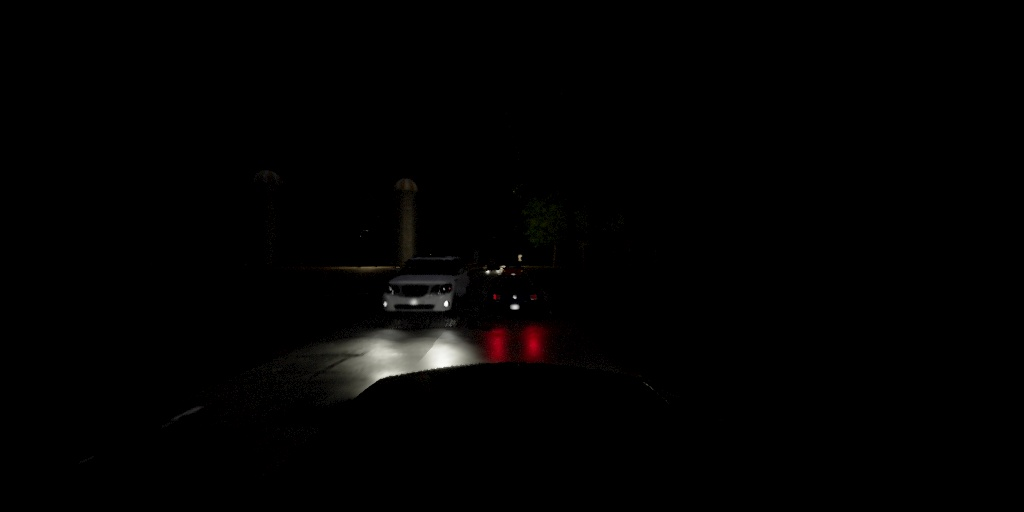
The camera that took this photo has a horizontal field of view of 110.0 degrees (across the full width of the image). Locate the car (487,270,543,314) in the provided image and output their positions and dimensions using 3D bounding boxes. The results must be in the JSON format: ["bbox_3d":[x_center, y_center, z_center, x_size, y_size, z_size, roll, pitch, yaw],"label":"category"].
[{"bbox_3d":[0.099,1.371,13.893,1.895,1.301,4.718,0,0,0],"label":"car"}]

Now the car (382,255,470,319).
[{"bbox_3d":[-2.853,0.989,13.193,2.150,2.045,5.566,0,0,0],"label":"car"}]

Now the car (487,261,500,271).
[{"bbox_3d":[-2.816,1.459,55.380,1.882,1.535,5.008,0,-1,0],"label":"car"}]

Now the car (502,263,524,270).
[{"bbox_3d":[0.096,1.364,31.663,1.812,1.442,4.674,0,0,0],"label":"car"}]
